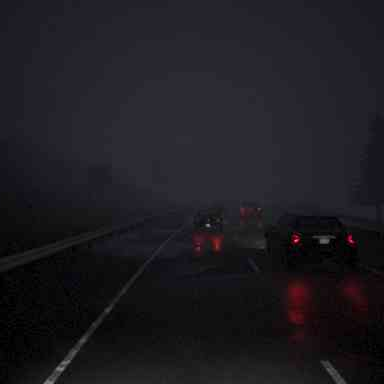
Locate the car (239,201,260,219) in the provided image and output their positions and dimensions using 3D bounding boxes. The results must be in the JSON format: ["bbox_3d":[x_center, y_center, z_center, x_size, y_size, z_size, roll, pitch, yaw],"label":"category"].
[{"bbox_3d":[5.886,1.723,33.897,2.097,1.767,4.553,0,-1,7],"label":"car"}]

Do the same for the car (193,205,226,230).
[{"bbox_3d":[1.211,1.852,23.212,1.895,1.301,4.718,0,-1,5],"label":"car"}]

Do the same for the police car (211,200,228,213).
[{"bbox_3d":[3.422,1.875,41.526,1.930,1.638,5.238,0,-1,8],"label":"police car"}]

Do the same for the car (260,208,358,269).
[{"bbox_3d":[3.958,1.485,11.839,2.097,1.767,4.553,0,-1,2],"label":"car"}]
